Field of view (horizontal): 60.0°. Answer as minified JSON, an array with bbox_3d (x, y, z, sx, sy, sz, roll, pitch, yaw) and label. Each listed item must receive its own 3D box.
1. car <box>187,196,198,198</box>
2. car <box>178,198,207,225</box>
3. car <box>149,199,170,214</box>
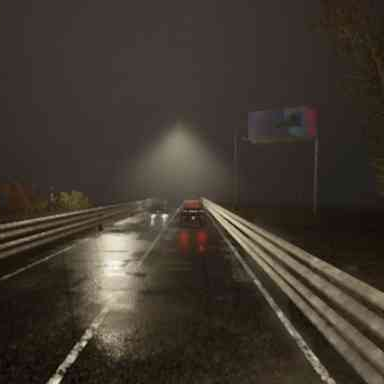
[{"bbox_3d":[0.040,1.291,41.613,2.097,1.767,4.553,0,0,0],"label":"car"},{"bbox_3d":[0.068,1.457,23.715,2.128,1.511,4.902,0,0,0],"label":"car"},{"bbox_3d":[-3.357,1.496,35.531,2.033,1.411,5.357,0,0,0],"label":"car"}]
